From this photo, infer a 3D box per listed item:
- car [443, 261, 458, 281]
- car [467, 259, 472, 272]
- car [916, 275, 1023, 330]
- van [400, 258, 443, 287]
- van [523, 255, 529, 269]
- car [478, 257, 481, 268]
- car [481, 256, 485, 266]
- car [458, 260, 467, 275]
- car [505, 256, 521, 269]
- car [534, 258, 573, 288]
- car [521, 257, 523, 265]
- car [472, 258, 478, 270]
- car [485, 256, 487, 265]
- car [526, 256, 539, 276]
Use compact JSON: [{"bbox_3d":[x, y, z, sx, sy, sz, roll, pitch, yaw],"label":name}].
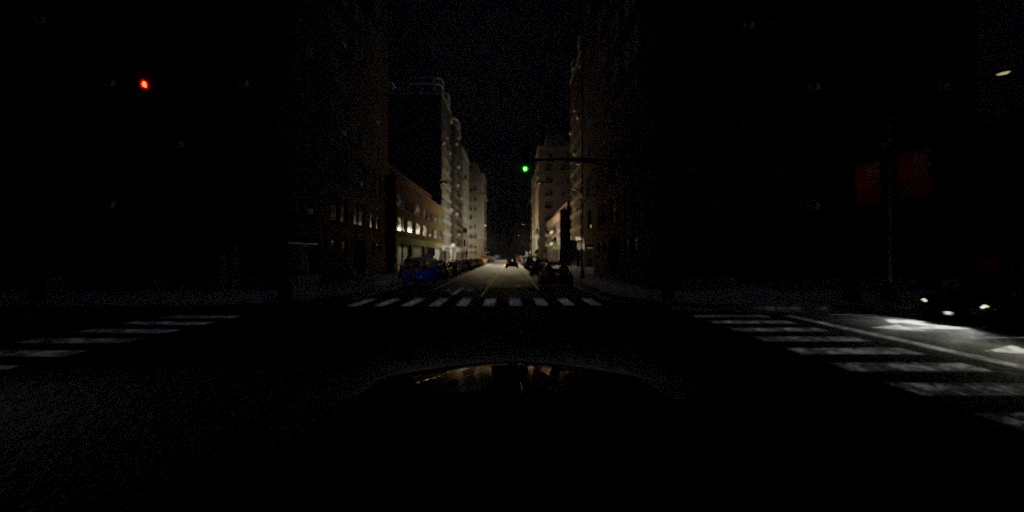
[{"bbox_3d":[-5.849,1.094,28.677,1.967,1.591,4.097,0,0,0],"label":"car"},{"bbox_3d":[-5.858,1.194,40.014,1.802,1.307,4.207,0,0,0],"label":"car"},{"bbox_3d":[15.288,1.268,10.423,5.357,1.411,2.033,0,0,-1],"label":"car"},{"bbox_3d":[-5.844,1.015,23.009,1.690,1.789,3.998,0,0,0],"label":"van"},{"bbox_3d":[2.662,0.926,45.695,1.690,1.789,3.998,0,0,0],"label":"van"},{"bbox_3d":[-5.867,1.095,51.180,1.751,1.417,4.829,0,0,0],"label":"car"},{"bbox_3d":[-5.872,1.113,57.019,1.948,1.339,4.313,0,0,0],"label":"car"},{"bbox_3d":[-5.853,1.199,34.346,1.948,1.339,4.313,0,0,0],"label":"car"},{"bbox_3d":[-0.011,1.084,52.990,1.812,1.442,4.674,0,0,0],"label":"car"},{"bbox_3d":[2.682,1.108,23.018,1.967,1.591,4.097,0,0,0],"label":"car"},{"bbox_3d":[2.658,1.088,51.534,1.751,1.417,4.829,0,0,0],"label":"car"},{"bbox_3d":[-5.863,1.157,45.683,1.948,1.339,4.313,0,0,0],"label":"car"},{"bbox_3d":[-5.877,1.069,62.687,1.888,1.381,4.507,0,0,0],"label":"car"},{"bbox_3d":[2.672,1.067,34.357,1.967,1.591,4.097,0,0,0],"label":"car"}]
